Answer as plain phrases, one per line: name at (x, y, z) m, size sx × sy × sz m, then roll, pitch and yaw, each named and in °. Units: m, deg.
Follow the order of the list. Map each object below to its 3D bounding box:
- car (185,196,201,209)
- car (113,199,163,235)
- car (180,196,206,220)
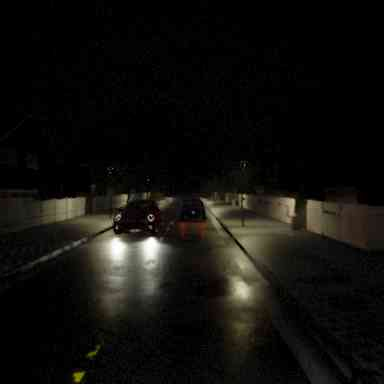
car at (0.105, 1.244, 41.391) m, size 1.812 × 1.442 × 4.674 m, roll 0°, pitch 0°, yaw 0°
car at (-2.759, 1.222, 17.917) m, size 2.097 × 1.767 × 4.553 m, roll 0°, pitch 0°, yaw 0°
car at (0.100, 1.292, 26.419) m, size 1.882 × 1.535 × 5.008 m, roll 0°, pitch 0°, yaw 0°
